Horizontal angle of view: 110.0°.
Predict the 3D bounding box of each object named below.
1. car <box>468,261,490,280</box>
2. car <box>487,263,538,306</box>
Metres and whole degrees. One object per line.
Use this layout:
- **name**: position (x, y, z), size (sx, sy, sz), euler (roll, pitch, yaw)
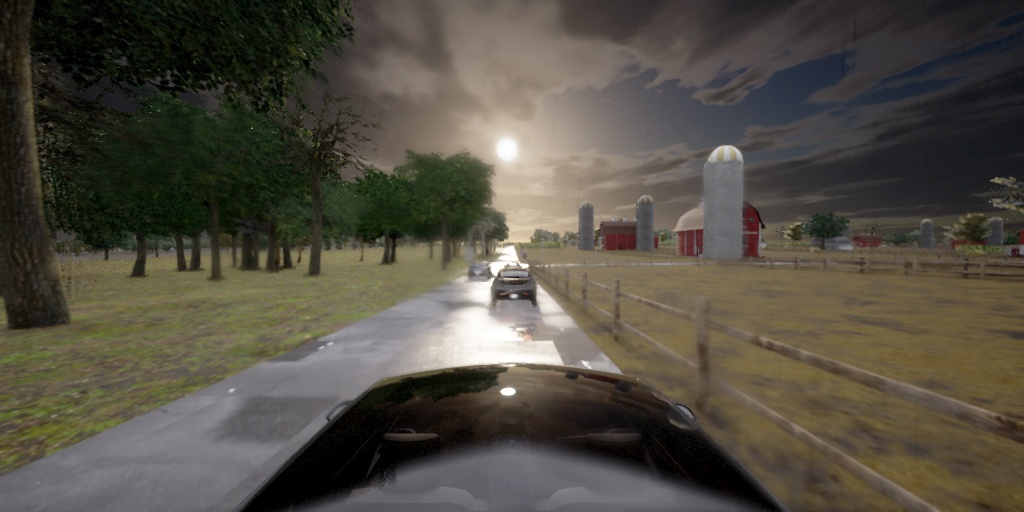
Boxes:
- **car**: position (-2.750, 1.228, 31.679), size (2.128, 1.511, 4.902), euler (0, 0, 0)
- **car**: position (0.098, 1.244, 15.655), size (1.837, 1.490, 4.892), euler (0, 0, 0)
